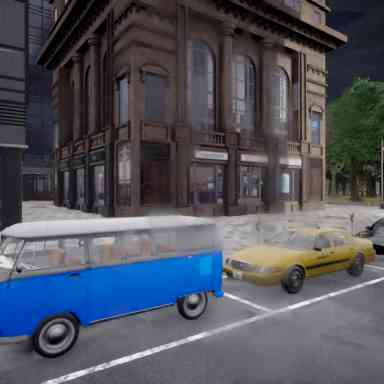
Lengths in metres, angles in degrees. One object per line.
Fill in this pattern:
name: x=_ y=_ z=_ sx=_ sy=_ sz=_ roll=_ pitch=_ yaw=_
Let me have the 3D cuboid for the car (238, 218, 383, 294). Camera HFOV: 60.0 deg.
car: x=2.975 y=1.526 z=8.765 sx=4.829 sy=1.417 sz=1.752 roll=0 pitch=0 yaw=-35

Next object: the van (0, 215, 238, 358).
van: x=-1.317 y=1.341 z=5.710 sx=3.998 sy=1.788 sz=1.690 roll=0 pitch=0 yaw=-35
